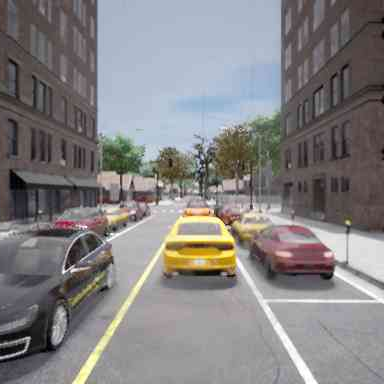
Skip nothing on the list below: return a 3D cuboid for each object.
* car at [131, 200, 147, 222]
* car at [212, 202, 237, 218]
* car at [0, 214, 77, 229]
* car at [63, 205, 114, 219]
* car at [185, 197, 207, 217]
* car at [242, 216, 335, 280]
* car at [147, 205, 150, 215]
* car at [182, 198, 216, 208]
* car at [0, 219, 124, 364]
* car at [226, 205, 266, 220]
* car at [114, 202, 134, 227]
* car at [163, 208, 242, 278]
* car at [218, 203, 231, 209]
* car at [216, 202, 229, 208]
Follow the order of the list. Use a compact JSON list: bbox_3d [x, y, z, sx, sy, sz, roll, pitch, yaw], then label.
[{"bbox_3d":[-5.064,1.496,26.409,1.967,1.590,4.097,0,0,1],"label":"car"},{"bbox_3d":[3.031,1.636,31.826,1.947,1.339,4.313,0,0,1],"label":"car"},{"bbox_3d":[-5.277,1.569,9.854,2.008,1.369,4.403,0,0,1],"label":"car"},{"bbox_3d":[-5.206,1.470,15.372,1.967,1.590,4.097,0,0,1],"label":"car"},{"bbox_3d":[0.417,1.426,33.537,2.097,1.767,4.553,0,0,1],"label":"car"},{"bbox_3d":[2.748,1.600,9.754,1.802,1.307,4.206,0,0,1],"label":"car"},{"bbox_3d":[-4.993,1.652,31.927,1.802,1.307,4.206,0,0,1],"label":"car"},{"bbox_3d":[0.389,1.403,23.705,2.097,1.767,4.553,0,0,1],"label":"car"},{"bbox_3d":[-2.784,1.516,6.245,1.837,1.490,4.892,0,0,1],"label":"car"},{"bbox_3d":[2.820,1.556,15.442,1.752,1.417,4.829,0,0,1],"label":"car"},{"bbox_3d":[-5.137,1.568,20.720,1.752,1.417,4.829,0,0,1],"label":"car"},{"bbox_3d":[0.219,1.497,10.285,1.882,1.535,5.008,0,0,1],"label":"car"},{"bbox_3d":[2.889,1.588,20.790,1.887,1.381,4.507,0,0,1],"label":"car"},{"bbox_3d":[2.960,1.638,26.307,1.802,1.307,4.206,0,0,1],"label":"car"}]
